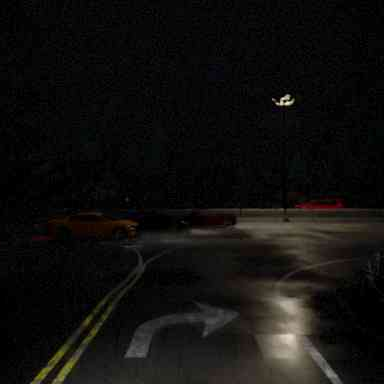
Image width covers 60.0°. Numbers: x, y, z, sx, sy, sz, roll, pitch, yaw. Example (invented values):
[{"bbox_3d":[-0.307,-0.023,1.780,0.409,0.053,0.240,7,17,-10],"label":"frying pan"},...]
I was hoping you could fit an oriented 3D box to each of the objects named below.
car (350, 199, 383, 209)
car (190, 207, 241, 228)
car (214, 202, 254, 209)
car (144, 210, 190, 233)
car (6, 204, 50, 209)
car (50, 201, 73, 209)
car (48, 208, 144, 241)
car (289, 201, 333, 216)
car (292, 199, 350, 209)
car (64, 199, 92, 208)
[{"bbox_3d":[24.205,1.911,43.985,5.566,2.045,2.150,0,-1,0],"label":"car"},{"bbox_3d":[1.143,2.091,26.068,4.718,1.301,1.895,0,-1,-1],"label":"car"},{"bbox_3d":[5.712,2.194,43.813,4.892,1.490,1.837,0,-1,-1],"label":"car"},{"bbox_3d":[-2.649,1.976,22.542,4.674,1.442,1.812,0,-1,0],"label":"car"},{"bbox_3d":[-18.823,2.087,36.579,5.008,1.535,1.882,0,-1,-1],"label":"car"},{"bbox_3d":[-17.448,2.141,40.091,4.902,1.511,2.128,0,-1,-1],"label":"car"},{"bbox_3d":[-5.548,1.889,19.004,5.008,1.535,1.882,0,-1,-1],"label":"car"},{"bbox_3d":[14.398,2.002,40.396,4.553,1.767,2.097,0,-1,-1],"label":"car"},{"bbox_3d":[13.939,1.832,36.894,5.566,2.045,2.150,0,-1,-1],"label":"car"},{"bbox_3d":[-15.927,1.911,43.608,5.566,2.045,2.150,0,-1,-1],"label":"car"}]
